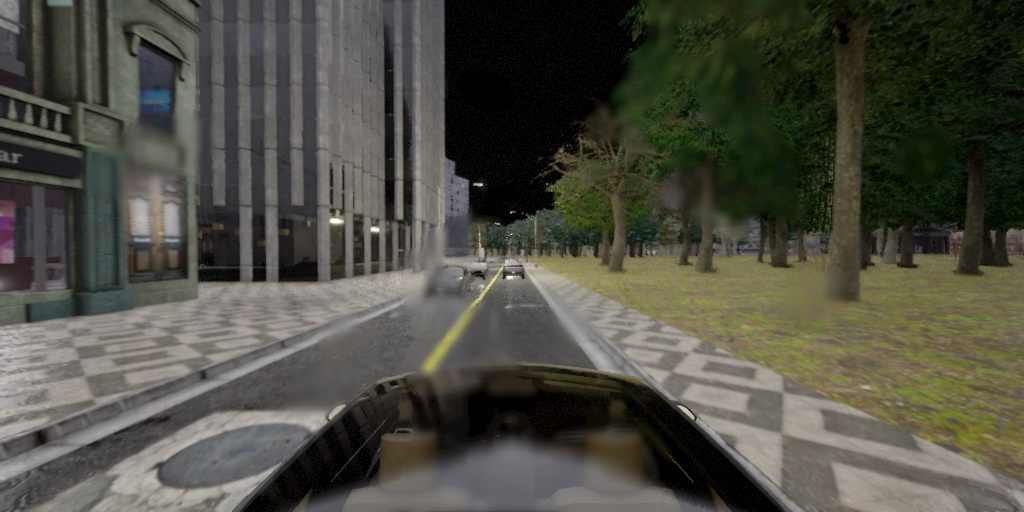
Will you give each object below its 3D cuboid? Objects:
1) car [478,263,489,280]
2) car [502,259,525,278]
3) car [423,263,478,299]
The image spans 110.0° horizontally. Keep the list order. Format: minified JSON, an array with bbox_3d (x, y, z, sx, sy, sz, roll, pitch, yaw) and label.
[{"bbox_3d":[-2.965,1.264,29.862,1.895,1.301,4.718,0,0,0],"label":"car"},{"bbox_3d":[0.133,1.143,31.756,2.128,1.511,4.902,0,0,0],"label":"car"},{"bbox_3d":[-3.023,1.227,17.799,1.837,1.490,4.892,0,0,1],"label":"car"}]
